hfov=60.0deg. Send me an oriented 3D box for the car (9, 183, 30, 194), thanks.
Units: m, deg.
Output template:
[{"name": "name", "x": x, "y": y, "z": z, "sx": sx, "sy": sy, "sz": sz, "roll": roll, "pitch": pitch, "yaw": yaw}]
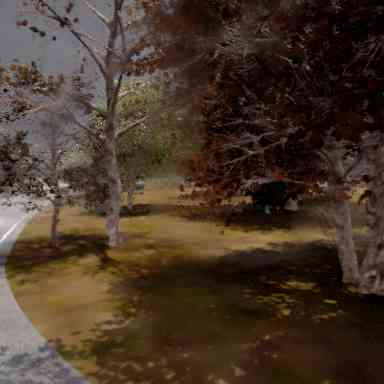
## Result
[{"name": "car", "x": -22.309, "y": -0.503, "z": 43.223, "sx": 1.994, "sy": 1.385, "sz": 4.181, "roll": 0, "pitch": 3, "yaw": -14}]
